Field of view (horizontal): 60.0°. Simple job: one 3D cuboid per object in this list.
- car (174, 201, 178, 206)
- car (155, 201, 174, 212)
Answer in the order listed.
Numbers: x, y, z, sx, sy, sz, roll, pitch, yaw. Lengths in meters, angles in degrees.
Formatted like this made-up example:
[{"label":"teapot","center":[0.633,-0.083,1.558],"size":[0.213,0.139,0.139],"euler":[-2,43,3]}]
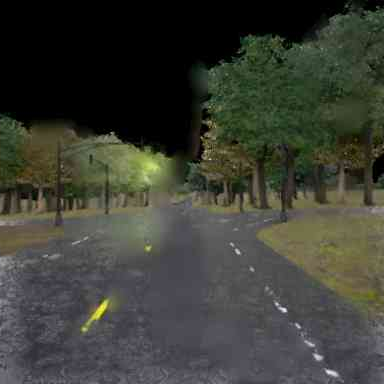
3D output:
[{"label":"car","center":[-5.036,3.189,94.872],"size":[1.882,1.535,5.008],"euler":[0,-2,-1]},{"label":"car","center":[-3.962,2.045,46.102],"size":[1.895,1.301,4.718],"euler":[0,-1,0]}]
